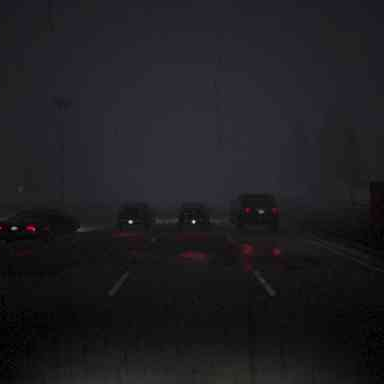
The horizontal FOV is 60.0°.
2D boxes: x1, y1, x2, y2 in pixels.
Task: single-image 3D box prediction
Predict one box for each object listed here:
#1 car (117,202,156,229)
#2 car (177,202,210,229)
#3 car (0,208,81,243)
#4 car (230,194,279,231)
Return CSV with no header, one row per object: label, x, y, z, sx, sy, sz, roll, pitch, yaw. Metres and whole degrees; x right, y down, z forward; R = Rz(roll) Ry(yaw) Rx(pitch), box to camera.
car,-3.400,1.385,20.868,1.837,1.490,4.892,0,0,0
car,0.100,1.385,20.887,1.837,1.490,4.892,0,0,0
car,-6.899,1.458,15.455,2.033,1.411,5.357,0,0,0
car,3.600,1.107,19.943,2.150,2.045,5.566,0,0,0
